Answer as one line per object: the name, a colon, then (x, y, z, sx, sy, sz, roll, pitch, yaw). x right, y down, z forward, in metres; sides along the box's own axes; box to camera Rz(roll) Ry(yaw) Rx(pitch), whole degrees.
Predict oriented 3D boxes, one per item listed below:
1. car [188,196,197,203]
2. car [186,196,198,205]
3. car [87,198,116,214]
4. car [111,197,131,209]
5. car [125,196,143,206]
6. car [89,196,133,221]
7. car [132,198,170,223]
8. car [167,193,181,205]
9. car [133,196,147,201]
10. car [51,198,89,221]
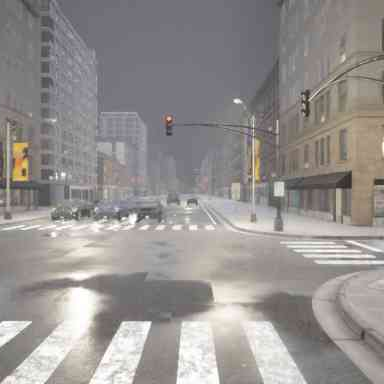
car: (0.059, 1.512, 68.314, 1.812, 1.442, 4.674, 0, 0, 0)
car: (0.050, 1.496, 57.895, 1.837, 1.490, 4.892, 0, 0, 0)
car: (-9.806, 1.503, 36.394, 1.837, 1.490, 4.892, 0, 0, 0)
car: (-9.793, 1.521, 46.339, 1.812, 1.442, 4.674, 0, 0, 0)
car: (-9.762, 1.483, 56.637, 2.128, 1.511, 4.902, 0, 0, 1)
car: (-6.566, 1.352, 27.418, 2.097, 1.767, 4.553, 0, 0, 0)
car: (-3.093, 1.505, 25.807, 1.837, 1.490, 4.892, 1, 0, 1)
car: (-3.200, 1.212, 57.927, 2.150, 2.045, 5.566, 0, 0, 0)
car: (-6.552, 1.490, 36.257, 2.128, 1.511, 4.902, 0, 0, 0)
car: (-9.815, 1.352, 27.422, 2.097, 1.767, 4.553, 0, 0, 0)
